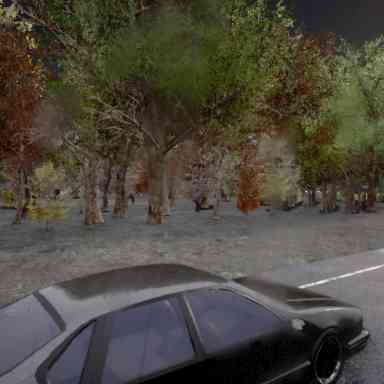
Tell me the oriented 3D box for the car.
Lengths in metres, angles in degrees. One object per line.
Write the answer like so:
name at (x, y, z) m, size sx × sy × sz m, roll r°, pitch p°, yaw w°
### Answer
car at (-0.307, 1.548, 3.524) m, size 5.357 × 1.411 × 2.033 m, roll 0°, pitch 0°, yaw -35°
